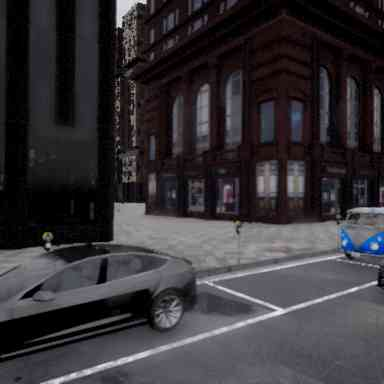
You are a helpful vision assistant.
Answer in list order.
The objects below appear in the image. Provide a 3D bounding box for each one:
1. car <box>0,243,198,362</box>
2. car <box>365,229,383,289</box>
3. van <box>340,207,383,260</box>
[{"bbox_3d":[-1.885,1.572,5.302,4.313,1.339,1.947,0,0,-35],"label":"car"},{"bbox_3d":[6.132,1.619,7.740,4.181,1.385,1.994,0,0,-36],"label":"car"},{"bbox_3d":[6.748,1.411,11.457,3.998,1.788,1.690,0,0,-35],"label":"van"}]
